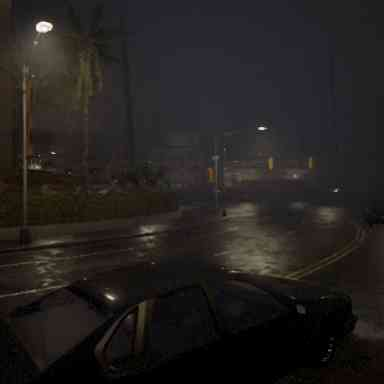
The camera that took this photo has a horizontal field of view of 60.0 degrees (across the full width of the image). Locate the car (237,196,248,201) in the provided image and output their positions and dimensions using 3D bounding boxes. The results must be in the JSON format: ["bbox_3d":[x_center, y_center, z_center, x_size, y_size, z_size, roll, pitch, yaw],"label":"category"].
[{"bbox_3d":[14.363,1.796,93.752,2.231,1.521,4.892,0,0,18],"label":"car"}]

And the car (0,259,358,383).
[{"bbox_3d":[-0.122,1.566,3.897,5.357,1.411,2.033,0,0,-40],"label":"car"}]

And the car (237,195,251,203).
[{"bbox_3d":[11.970,1.737,76.719,2.097,1.535,5.008,0,0,8],"label":"car"}]

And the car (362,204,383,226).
[{"bbox_3d":[13.146,1.601,23.109,1.994,1.385,4.181,0,0,22],"label":"car"}]
